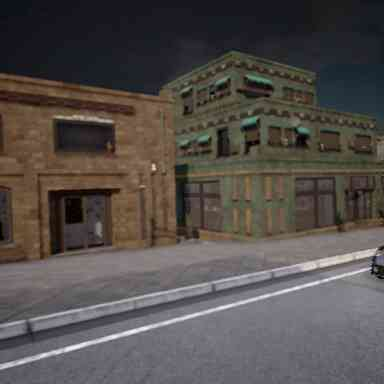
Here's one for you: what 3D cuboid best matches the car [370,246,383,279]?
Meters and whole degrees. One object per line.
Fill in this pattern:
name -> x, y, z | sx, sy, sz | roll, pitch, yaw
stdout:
car -> 6.455, 1.552, 8.587 | 4.181, 1.385, 1.994 | 0, 0, -35
